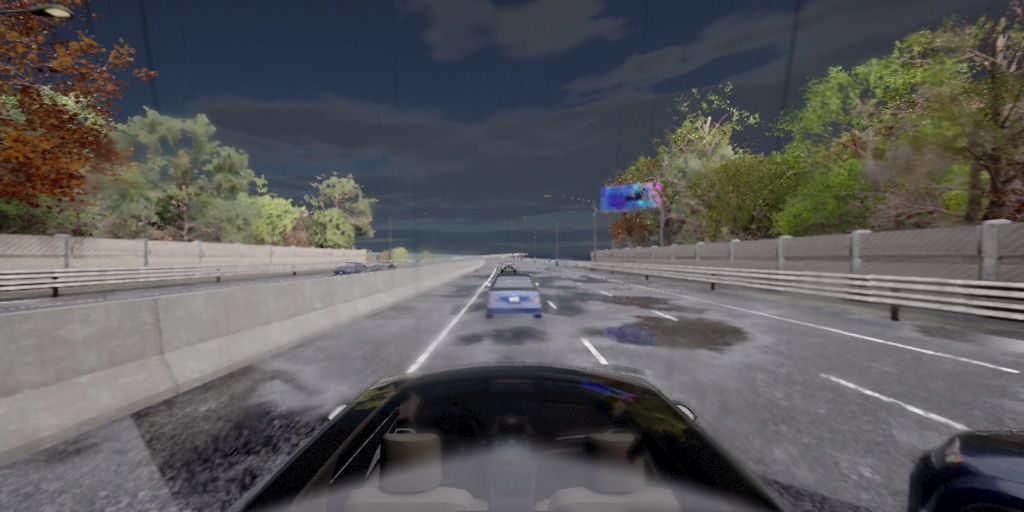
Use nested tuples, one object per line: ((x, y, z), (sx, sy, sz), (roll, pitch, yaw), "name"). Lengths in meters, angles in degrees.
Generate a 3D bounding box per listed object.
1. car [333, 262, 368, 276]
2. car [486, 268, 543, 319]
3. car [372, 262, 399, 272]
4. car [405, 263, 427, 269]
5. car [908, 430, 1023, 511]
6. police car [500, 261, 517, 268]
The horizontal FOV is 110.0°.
((-18.045, 1.422, 40.375), (2.033, 1.411, 5.357), (0, 0, -1), "car")
((0.054, 1.334, 13.020), (2.033, 1.411, 5.357), (0, 0, 0), "car")
((-14.564, 1.440, 41.348), (1.994, 1.385, 4.181), (0, 0, -1), "car")
((-11.077, 1.477, 41.900), (1.895, 1.301, 4.718), (0, 0, -1), "car")
((3.593, 1.309, 0.562), (1.994, 1.385, 4.181), (0, 0, 0), "car")
((-0.423, 1.384, 43.582), (2.038, 1.542, 4.974), (0, 0, -1), "police car")
